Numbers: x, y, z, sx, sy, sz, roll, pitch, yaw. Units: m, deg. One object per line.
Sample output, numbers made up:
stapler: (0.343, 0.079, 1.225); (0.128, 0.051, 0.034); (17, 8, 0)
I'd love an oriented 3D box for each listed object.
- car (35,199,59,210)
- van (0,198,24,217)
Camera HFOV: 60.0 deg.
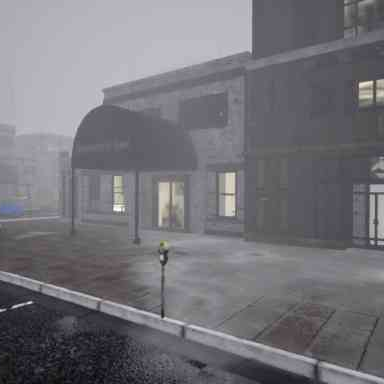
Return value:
car: (-17.976, 1.572, 43.594); (1.752, 1.417, 4.829); (0, 0, 35)
van: (-17.346, 1.416, 29.866); (1.690, 1.788, 3.998); (0, 0, 35)
